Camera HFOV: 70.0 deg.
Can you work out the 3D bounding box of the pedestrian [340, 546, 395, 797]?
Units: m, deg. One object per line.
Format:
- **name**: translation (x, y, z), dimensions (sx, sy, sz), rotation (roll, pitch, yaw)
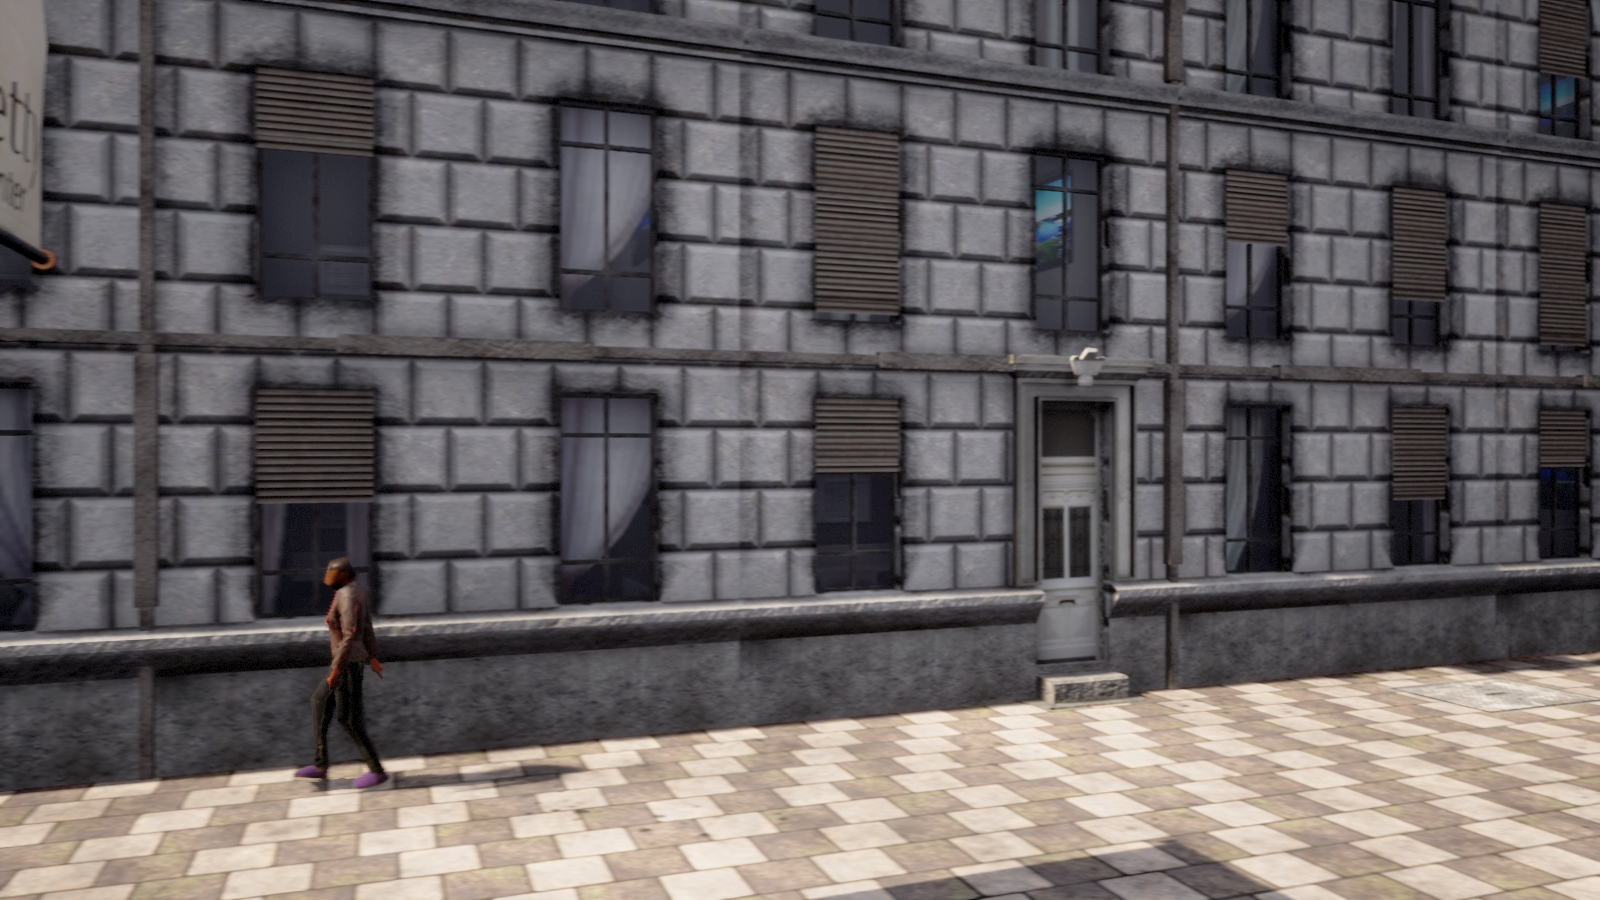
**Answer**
- **pedestrian**: translation (-3.356, 1.696, 8.884), dimensions (0.375, 1.860, 0.375), rotation (0, 0, -16)
